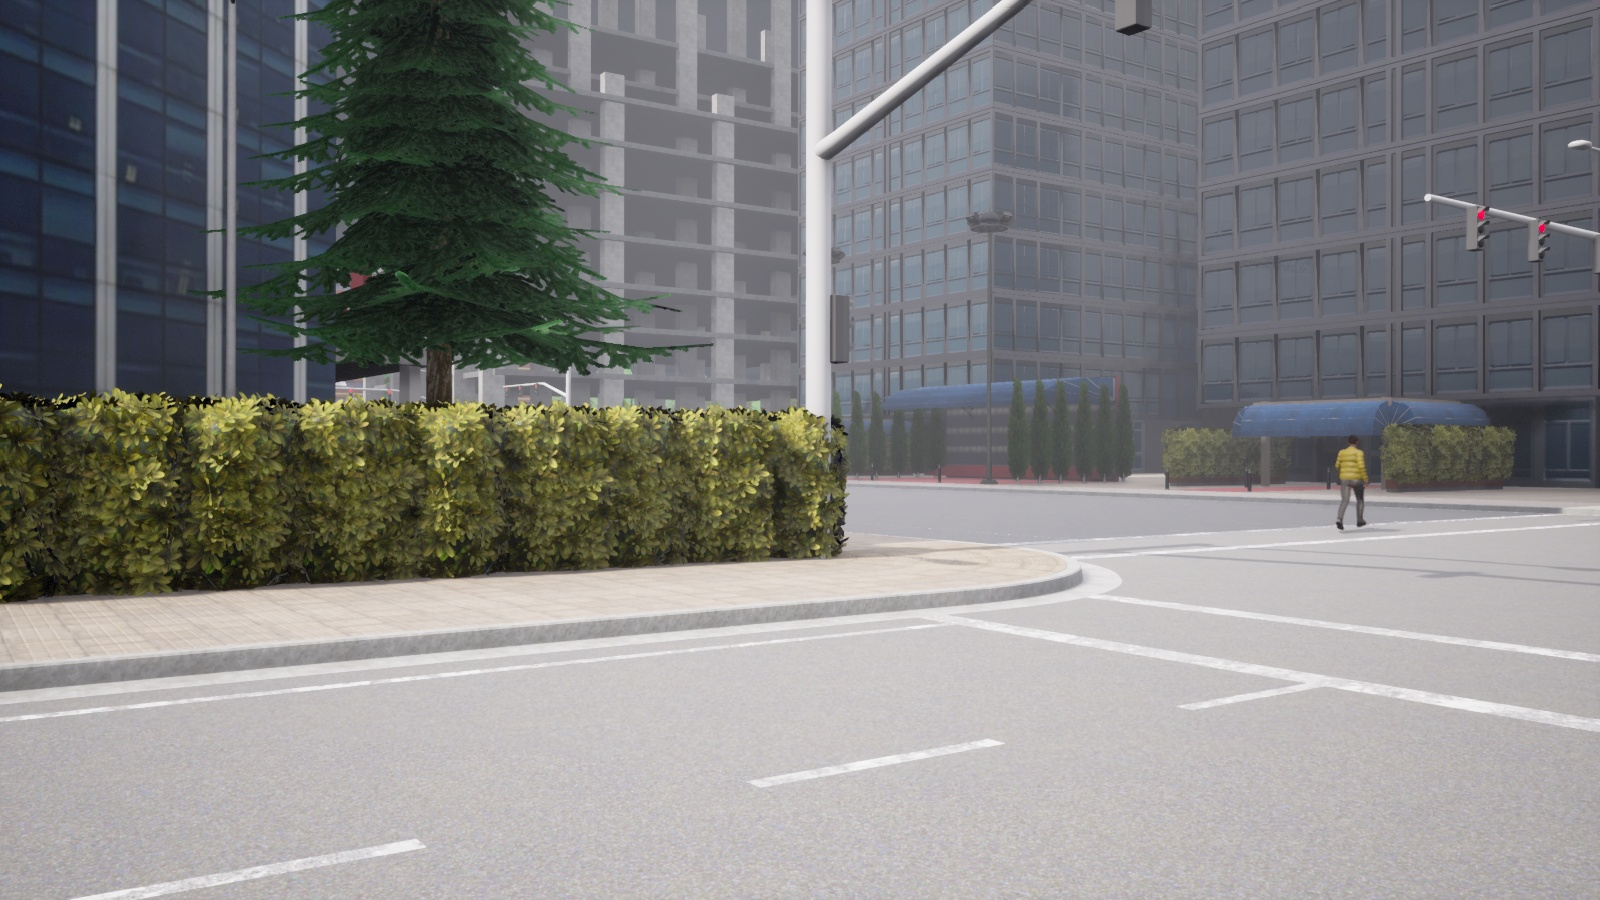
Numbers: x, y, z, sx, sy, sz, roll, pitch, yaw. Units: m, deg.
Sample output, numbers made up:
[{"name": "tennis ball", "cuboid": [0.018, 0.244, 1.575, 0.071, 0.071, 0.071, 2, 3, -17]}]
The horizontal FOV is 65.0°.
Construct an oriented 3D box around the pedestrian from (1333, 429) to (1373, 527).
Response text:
[{"name": "pedestrian", "cuboid": [10.534, 0.519, 23.911, 0.709, 1.840, 0.431, 0, 0, -41]}]
